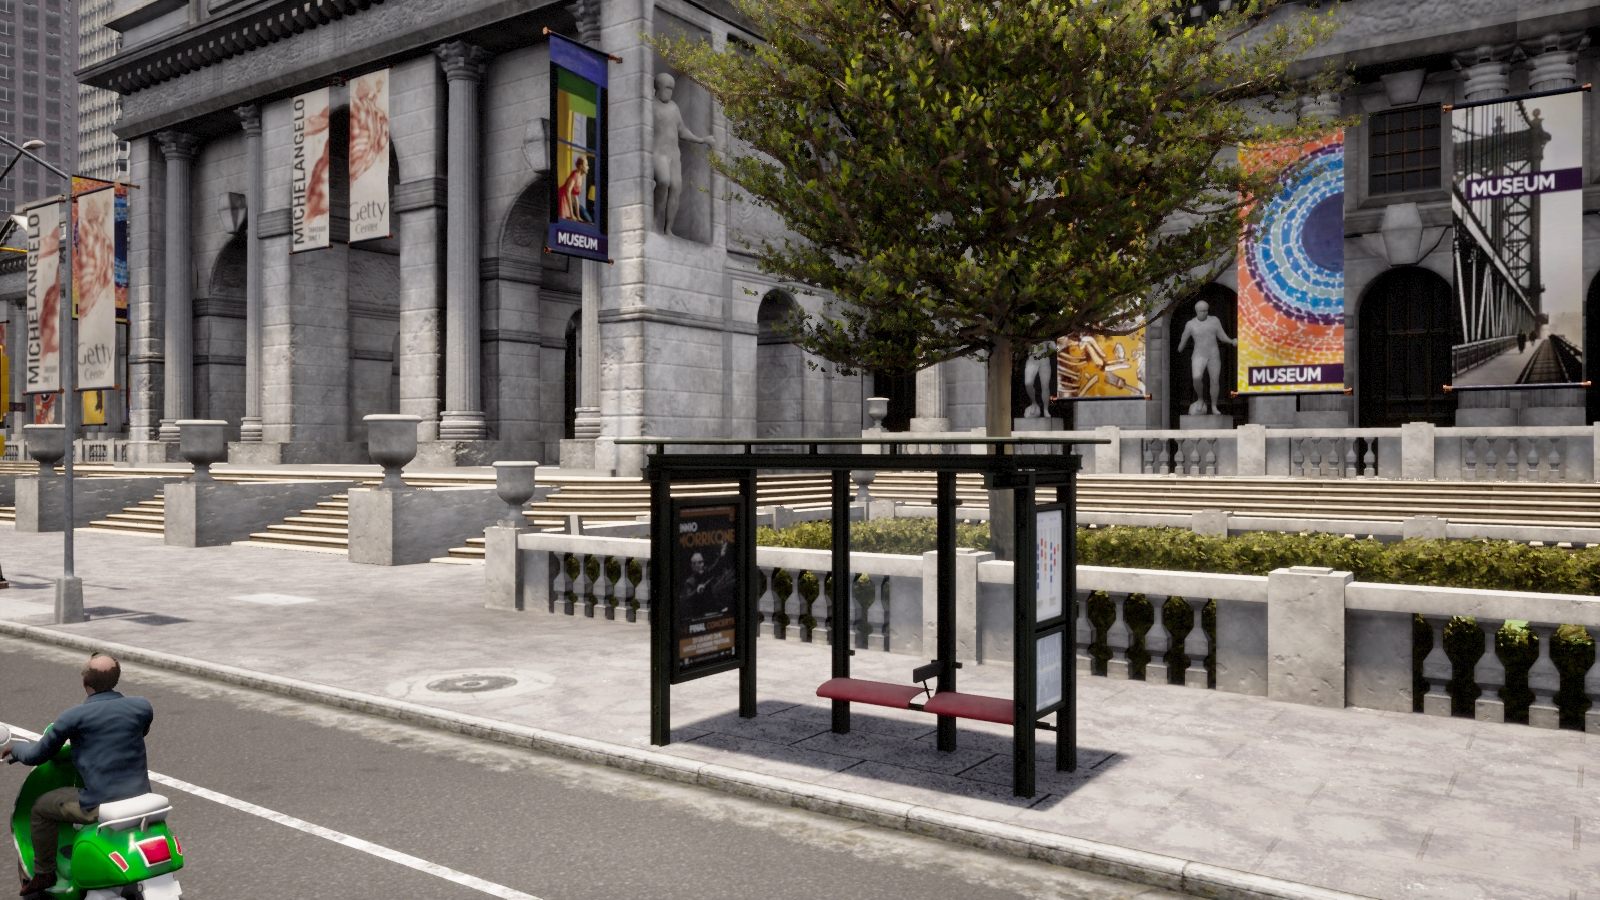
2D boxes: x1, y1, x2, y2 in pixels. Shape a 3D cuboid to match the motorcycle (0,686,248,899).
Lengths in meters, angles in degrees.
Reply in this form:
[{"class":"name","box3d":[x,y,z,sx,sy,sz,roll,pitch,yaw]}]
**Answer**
[{"class":"motorcycle","box3d":[-4.138,2.179,6.693,1.805,1.236,0.856,0,0,35]}]
